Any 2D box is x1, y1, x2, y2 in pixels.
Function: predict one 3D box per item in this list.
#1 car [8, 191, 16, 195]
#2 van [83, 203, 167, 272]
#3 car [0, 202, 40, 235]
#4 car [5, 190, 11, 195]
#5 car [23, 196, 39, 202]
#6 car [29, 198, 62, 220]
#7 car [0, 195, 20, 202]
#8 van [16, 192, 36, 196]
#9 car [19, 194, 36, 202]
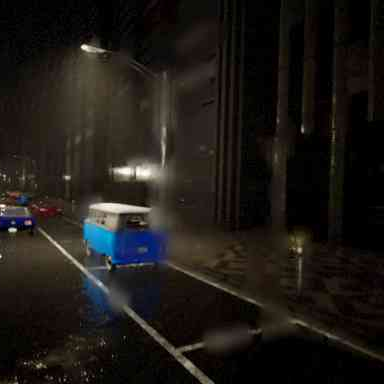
[{"bbox_3d":[-31.083,0.846,59.069,1.887,1.381,4.507,1,0,-31],"label":"car"},{"bbox_3d":[-2.263,1.308,10.582,1.690,1.788,3.998,1,0,-31],"label":"van"},{"bbox_3d":[-9.138,1.395,16.853,1.895,1.301,4.718,2,0,-30],"label":"car"},{"bbox_3d":[-36.846,0.716,68.766,2.008,1.369,4.403,1,0,-31],"label":"car"},{"bbox_3d":[-13.795,1.284,29.977,1.802,1.307,4.206,1,0,-31],"label":"car"},{"bbox_3d":[-10.913,1.350,25.128,1.802,1.307,4.206,1,0,-31],"label":"car"},{"bbox_3d":[-17.327,1.206,30.652,1.895,1.301,4.718,2,0,-30],"label":"car"},{"bbox_3d":[-19.552,0.910,39.674,1.690,1.788,3.998,1,0,-31],"label":"van"},{"bbox_3d":[-16.676,1.201,34.825,1.947,1.339,4.313,1,0,-31],"label":"car"}]
